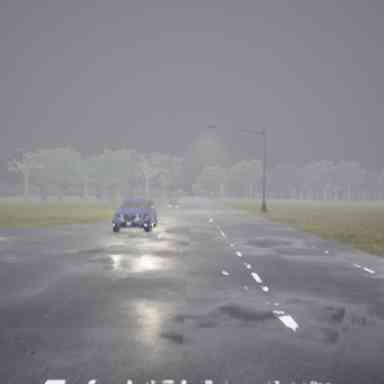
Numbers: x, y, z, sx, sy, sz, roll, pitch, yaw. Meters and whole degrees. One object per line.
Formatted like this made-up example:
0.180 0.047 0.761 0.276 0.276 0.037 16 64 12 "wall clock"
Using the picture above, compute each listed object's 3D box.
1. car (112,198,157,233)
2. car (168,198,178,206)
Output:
-3.470 1.409 21.096 2.150 2.045 5.566 0 0 0 "car"
-3.652 1.857 64.296 1.837 1.490 4.892 0 0 0 "car"
